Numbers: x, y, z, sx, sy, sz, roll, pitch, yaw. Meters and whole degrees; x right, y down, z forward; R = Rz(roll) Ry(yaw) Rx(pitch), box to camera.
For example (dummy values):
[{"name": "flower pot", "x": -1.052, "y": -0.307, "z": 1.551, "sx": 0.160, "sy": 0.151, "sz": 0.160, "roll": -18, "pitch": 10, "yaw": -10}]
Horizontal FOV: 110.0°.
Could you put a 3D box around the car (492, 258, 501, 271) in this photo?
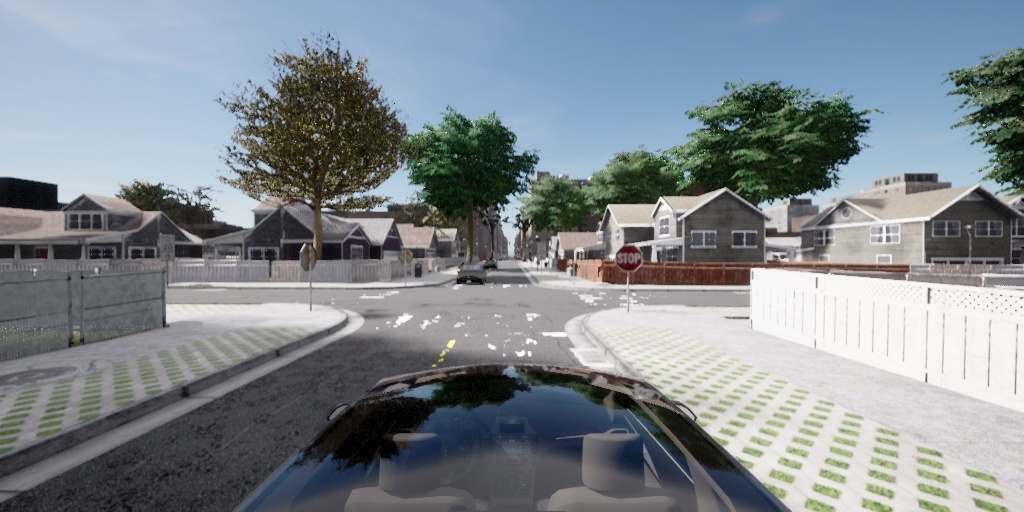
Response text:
[{"name": "car", "x": -2.753, "y": 1.243, "z": 46.889, "sx": 1.895, "sy": 1.301, "sz": 4.718, "roll": 0, "pitch": 0, "yaw": 0}]

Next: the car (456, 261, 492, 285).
[{"name": "car", "x": -2.759, "y": 1.254, "z": 25.589, "sx": 2.033, "sy": 1.411, "sz": 5.357, "roll": 0, "pitch": 0, "yaw": 0}]
